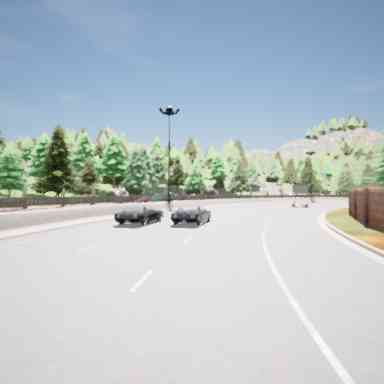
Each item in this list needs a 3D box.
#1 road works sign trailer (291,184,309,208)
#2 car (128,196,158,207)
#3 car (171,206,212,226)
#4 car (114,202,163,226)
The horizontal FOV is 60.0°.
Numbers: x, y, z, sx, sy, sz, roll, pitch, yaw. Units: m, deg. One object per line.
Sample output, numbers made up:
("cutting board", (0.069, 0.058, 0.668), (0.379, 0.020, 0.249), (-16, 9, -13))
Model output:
("road works sign trailer", (16.755, 0.591, 50.996), (2.380, 3.560, 2.880), (0, 0, 39))
("car", (-7.472, 1.492, 51.498), (1.882, 1.535, 5.008), (0, 0, 29))
("car", (0.080, 1.624, 23.661), (1.895, 1.301, 4.718), (0, 0, 15))
("car", (-3.593, 1.607, 23.487), (1.895, 1.301, 4.718), (0, 0, 15))
